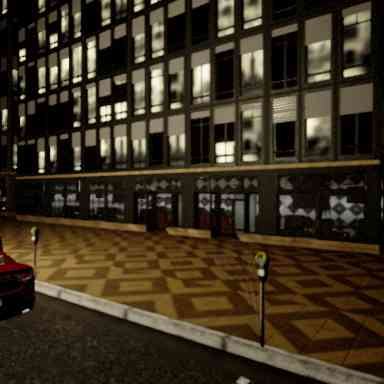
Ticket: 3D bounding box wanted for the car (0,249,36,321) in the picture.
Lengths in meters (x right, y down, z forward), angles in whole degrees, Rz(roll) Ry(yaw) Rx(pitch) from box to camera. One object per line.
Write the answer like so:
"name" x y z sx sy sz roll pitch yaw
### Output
"car" -4.755 1.546 6.262 4.507 1.381 1.887 0 0 35
